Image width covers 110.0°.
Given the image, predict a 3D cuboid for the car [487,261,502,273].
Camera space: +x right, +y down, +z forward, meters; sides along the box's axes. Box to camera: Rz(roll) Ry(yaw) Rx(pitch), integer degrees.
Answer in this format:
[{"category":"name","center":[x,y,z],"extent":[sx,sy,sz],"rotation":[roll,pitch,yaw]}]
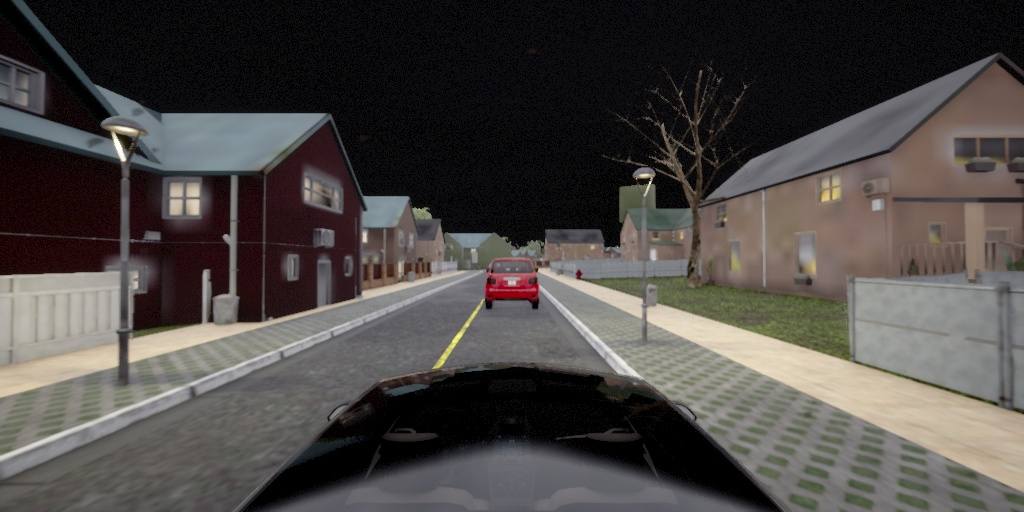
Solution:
[{"category":"car","center":[-2.732,1.698,56.874],"extent":[2.097,1.767,4.553],"rotation":[0,-1,0]}]

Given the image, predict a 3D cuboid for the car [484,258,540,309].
[{"category":"car","center":[0.007,1.106,15.869],"extent":[2.150,2.045,5.566],"rotation":[0,0,0]}]
